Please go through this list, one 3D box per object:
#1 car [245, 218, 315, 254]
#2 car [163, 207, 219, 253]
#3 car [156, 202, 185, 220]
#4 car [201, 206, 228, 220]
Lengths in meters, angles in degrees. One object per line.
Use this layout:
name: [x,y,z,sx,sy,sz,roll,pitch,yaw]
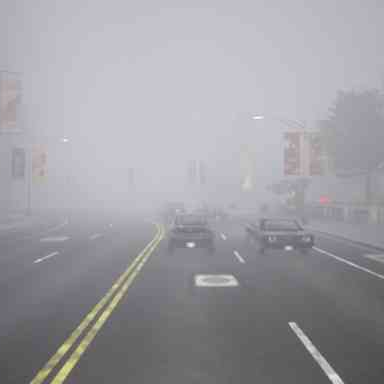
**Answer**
car: [3.454,1.735,14.109,1.895,1.301,4.718,0,0,0]
car: [-0.050,1.644,14.311,1.837,1.490,4.892,0,0,0]
car: [-1.822,1.628,29.415,2.097,1.767,4.553,0,-1,-17]
car: [1.529,1.888,30.436,1.895,1.301,4.718,0,-1,-17]
